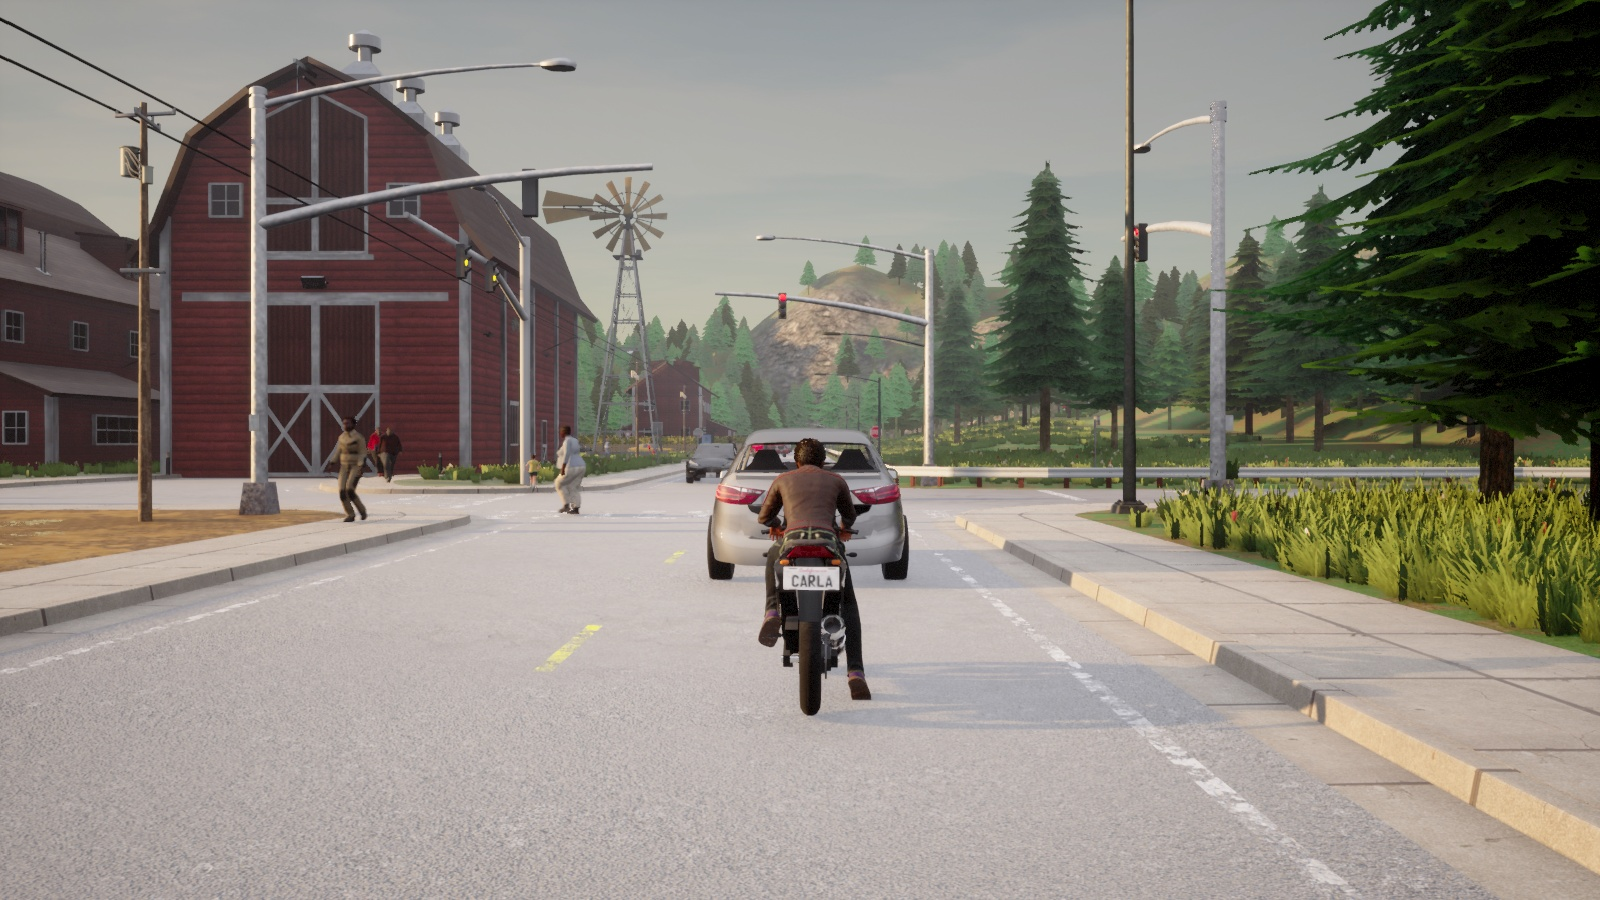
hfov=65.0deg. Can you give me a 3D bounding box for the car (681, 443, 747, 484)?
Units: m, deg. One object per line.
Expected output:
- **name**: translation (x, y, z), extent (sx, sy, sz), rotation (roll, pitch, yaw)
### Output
- **car**: translation (-3.211, 0.474, 47.878), extent (2.163, 1.488, 4.792), rotation (0, 0, 0)

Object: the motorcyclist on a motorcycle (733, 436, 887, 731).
- **motorcyclist on a motorcycle**: translation (0.058, 0.686, 7.516), extent (0.797, 1.523, 2.044), rotation (0, 0, 0)

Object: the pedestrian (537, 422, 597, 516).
- **pedestrian**: translation (-4.709, 0.374, 25.433), extent (0.900, 1.855, 0.874), rotation (0, 0, 17)

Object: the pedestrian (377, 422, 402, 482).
- **pedestrian**: translation (-12.857, 0.070, 39.284), extent (0.634, 1.844, 0.899), rotation (0, 0, -25)

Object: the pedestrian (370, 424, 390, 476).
- **pedestrian**: translation (-14.900, -0.002, 44.542), extent (0.634, 1.844, 0.899), rotation (0, 0, -23)

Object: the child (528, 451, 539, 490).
- **child**: translation (-7.835, 0.598, 36.874), extent (0.255, 1.110, 0.394), rotation (0, 0, -2)

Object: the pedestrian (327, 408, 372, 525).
- **pedestrian**: translation (-7.514, 0.270, 20.971), extent (0.396, 1.930, 0.692), rotation (0, 0, 13)

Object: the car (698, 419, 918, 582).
- **car**: translation (0.100, 0.505, 15.143), extent (2.242, 1.667, 4.611), rotation (0, 0, 1)
